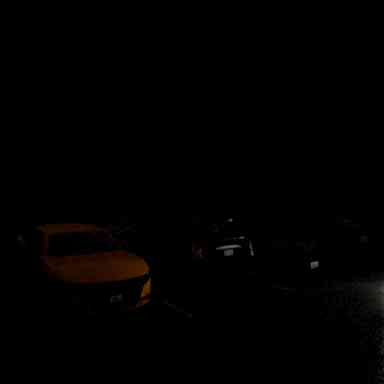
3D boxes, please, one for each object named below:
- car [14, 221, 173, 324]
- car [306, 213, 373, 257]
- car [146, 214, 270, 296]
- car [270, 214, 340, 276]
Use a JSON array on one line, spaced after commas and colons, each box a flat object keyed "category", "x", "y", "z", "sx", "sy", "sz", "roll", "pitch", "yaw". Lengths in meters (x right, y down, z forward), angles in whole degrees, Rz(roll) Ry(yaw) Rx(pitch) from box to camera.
[{"category": "car", "x": -2.704, "y": 1.490, "z": 7.526, "sx": 2.097, "sy": 1.535, "sz": 5.008, "roll": 0, "pitch": 0, "yaw": -36}, {"category": "car", "x": 4.075, "y": 1.521, "z": 12.401, "sx": 2.163, "sy": 1.488, "sz": 4.792, "roll": 0, "pitch": 0, "yaw": -36}, {"category": "car", "x": -0.422, "y": 1.370, "z": 9.113, "sx": 2.185, "sy": 1.767, "sz": 4.553, "roll": 0, "pitch": 0, "yaw": -36}, {"category": "car", "x": 1.844, "y": 1.523, "z": 10.734, "sx": 2.163, "sy": 1.488, "sz": 4.792, "roll": 0, "pitch": 0, "yaw": -36}]
